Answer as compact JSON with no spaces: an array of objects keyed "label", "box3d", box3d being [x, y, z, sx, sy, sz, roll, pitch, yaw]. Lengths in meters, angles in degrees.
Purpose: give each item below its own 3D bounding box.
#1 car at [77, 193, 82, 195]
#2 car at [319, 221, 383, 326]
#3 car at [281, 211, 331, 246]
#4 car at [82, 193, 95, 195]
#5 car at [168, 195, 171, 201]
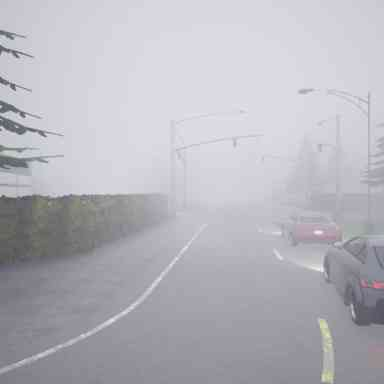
[{"label":"car","box3d":[-26.288,1.077,78.179,1.905,1.878,3.866,0,0,7]},{"label":"car","box3d":[4.002,1.564,6.830,1.994,1.385,4.181,0,0,14]},{"label":"car","box3d":[5.277,1.564,15.143,1.994,1.385,4.181,0,0,8]},{"label":"car","box3d":[-23.353,1.097,78.207,1.932,1.855,4.605,0,0,7]},{"label":"car","box3d":[-4.948,1.373,75.634,1.845,1.501,3.633,0,0,7]}]
